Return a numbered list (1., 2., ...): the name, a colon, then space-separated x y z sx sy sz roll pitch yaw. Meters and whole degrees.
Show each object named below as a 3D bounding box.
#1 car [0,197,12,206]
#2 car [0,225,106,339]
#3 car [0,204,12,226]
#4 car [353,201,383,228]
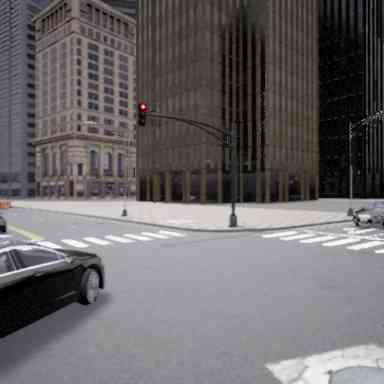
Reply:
1. car: -26.469 1.411 45.716 2.097 1.767 4.553 0 0 -43
2. car: -3.276 1.526 5.477 2.128 1.511 4.902 0 0 17
3. car: -11.903 1.590 18.945 1.994 1.385 4.181 0 0 -39
4. car: 11.788 1.289 20.325 4.902 1.511 2.128 -1 0 -35
